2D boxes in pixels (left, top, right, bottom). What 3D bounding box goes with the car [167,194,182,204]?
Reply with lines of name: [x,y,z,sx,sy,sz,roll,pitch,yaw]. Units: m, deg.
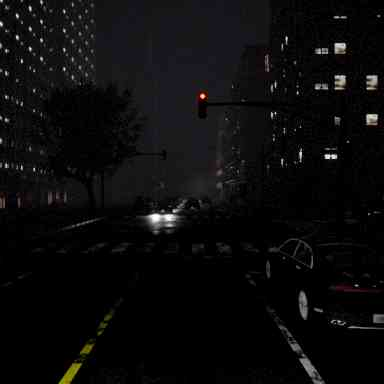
car: [-3.076,1.563,55.403,1.812,1.442,4.674,0,0,0]

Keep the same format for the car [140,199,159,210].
car: [-5.685,1.592,44.784,1.947,1.339,4.313,0,0,0]

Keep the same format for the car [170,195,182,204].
car: [-3.032,1.402,65.121,2.097,1.767,4.553,0,0,0]

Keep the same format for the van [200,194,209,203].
van: [2.700,1.402,72.397,1.690,1.788,3.998,0,0,0]

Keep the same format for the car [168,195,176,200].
car: [-5.677,1.654,94.489,2.008,1.369,4.403,0,0,0]

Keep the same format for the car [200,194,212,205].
car: [2.699,1.611,61.350,1.947,1.339,4.313,0,0,0]

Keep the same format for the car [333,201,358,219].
car: [13.430,1.350,26.275,4.403,1.369,2.008,-1,1,-1]

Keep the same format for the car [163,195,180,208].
car: [-3.091,1.554,46.223,1.812,1.442,4.674,0,0,0]

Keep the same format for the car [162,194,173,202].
car: [-5.680,1.386,77.920,2.192,1.841,5.009,0,0,0]

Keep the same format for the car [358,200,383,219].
car: [14.956,1.283,23.740,4.892,1.490,1.837,-1,0,-3]

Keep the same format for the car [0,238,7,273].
car: [-5.690,1.545,6.872,1.887,1.381,4.507,0,0,0]

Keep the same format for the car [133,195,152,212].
car: [-5.686,1.336,39.261,2.192,1.841,5.009,0,0,0]

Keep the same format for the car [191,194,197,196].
car: [0.024,1.617,73.292,1.994,1.385,4.181,0,0,0]

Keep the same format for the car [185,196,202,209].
car: [0.085,1.628,45.485,1.895,1.301,4.718,0,0,0]

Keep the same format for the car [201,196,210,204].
car: [2.700,1.578,67.043,1.752,1.417,4.829,0,0,0]

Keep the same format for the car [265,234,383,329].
car: [2.690,1.551,6.871,2.008,1.369,4.403,0,0,0]

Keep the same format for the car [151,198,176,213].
car: [-3.083,1.620,37.110,1.895,1.301,4.718,0,0,-1]
